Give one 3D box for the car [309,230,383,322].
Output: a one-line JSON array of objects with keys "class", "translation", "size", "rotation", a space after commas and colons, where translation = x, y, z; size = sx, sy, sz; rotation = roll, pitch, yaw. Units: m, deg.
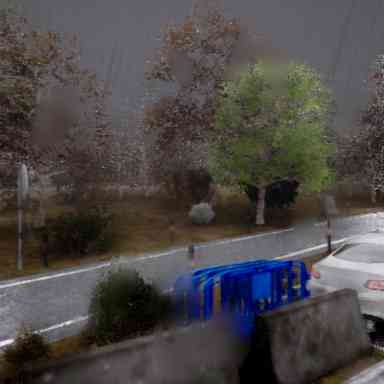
[{"class": "car", "translation": [4.293, 1.494, 6.743], "size": [4.674, 1.452, 2.002], "rotation": [-3, 0, -34]}]
